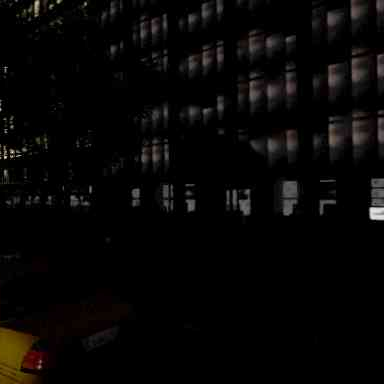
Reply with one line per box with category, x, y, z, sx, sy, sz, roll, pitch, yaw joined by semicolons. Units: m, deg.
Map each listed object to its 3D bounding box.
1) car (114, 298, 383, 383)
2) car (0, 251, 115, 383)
car;1.787;1.436;1.605;4.097;1.590;1.967;0;-1;36
car;-2.859;1.561;4.920;4.829;1.417;1.752;0;-1;36
